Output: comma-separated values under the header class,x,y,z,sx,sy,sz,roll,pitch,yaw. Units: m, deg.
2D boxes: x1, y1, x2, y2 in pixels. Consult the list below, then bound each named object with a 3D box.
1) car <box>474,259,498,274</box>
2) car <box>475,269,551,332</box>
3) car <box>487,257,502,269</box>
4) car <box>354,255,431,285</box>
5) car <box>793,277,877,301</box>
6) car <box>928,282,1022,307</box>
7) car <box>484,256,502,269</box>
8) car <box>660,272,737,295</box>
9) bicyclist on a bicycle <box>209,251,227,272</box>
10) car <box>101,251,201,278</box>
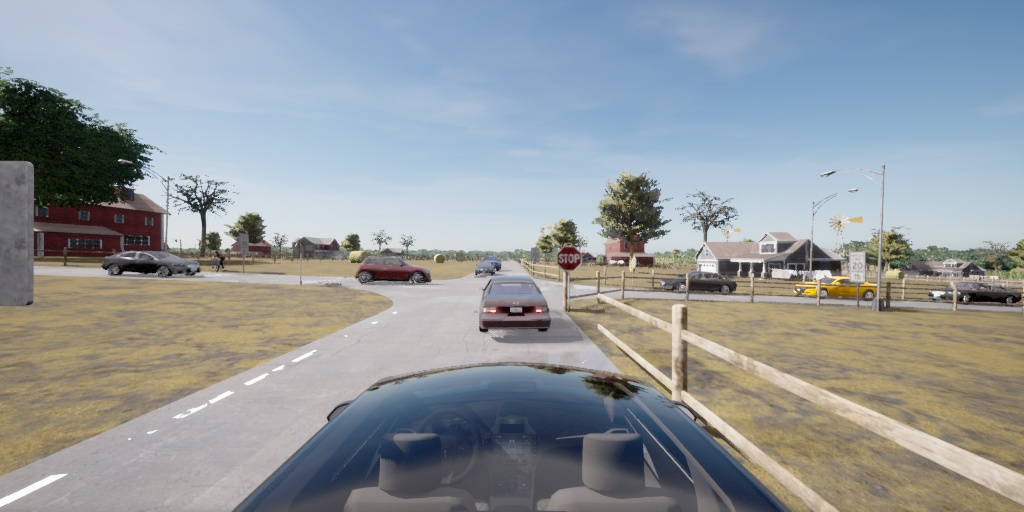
class,x,y,z,sx,sy,sz,roll,pitch,yaw
car,-2.843,1.290,38.371,1.812,1.442,4.674,0,0,0
car,-0.032,1.299,10.844,2.033,1.411,5.357,0,0,-3
car,-2.821,1.136,59.007,2.097,1.767,4.553,0,0,0
car,-7.484,0.863,22.872,4.553,1.767,2.097,2,0,-15
car,22.199,2.155,24.628,5.008,1.535,1.882,2,0,0
car,31.675,2.555,24.632,4.902,1.511,2.128,2,0,0
car,-2.828,0.990,48.332,2.150,2.045,5.566,0,0,0
car,12.708,1.805,24.570,4.892,1.490,1.837,2,0,-2
bicyclist on a bicycle,-22.612,0.407,27.619,0.582,1.620,1.656,2,0,0
car,-21.632,0.468,21.633,4.902,1.511,2.128,2,0,0
